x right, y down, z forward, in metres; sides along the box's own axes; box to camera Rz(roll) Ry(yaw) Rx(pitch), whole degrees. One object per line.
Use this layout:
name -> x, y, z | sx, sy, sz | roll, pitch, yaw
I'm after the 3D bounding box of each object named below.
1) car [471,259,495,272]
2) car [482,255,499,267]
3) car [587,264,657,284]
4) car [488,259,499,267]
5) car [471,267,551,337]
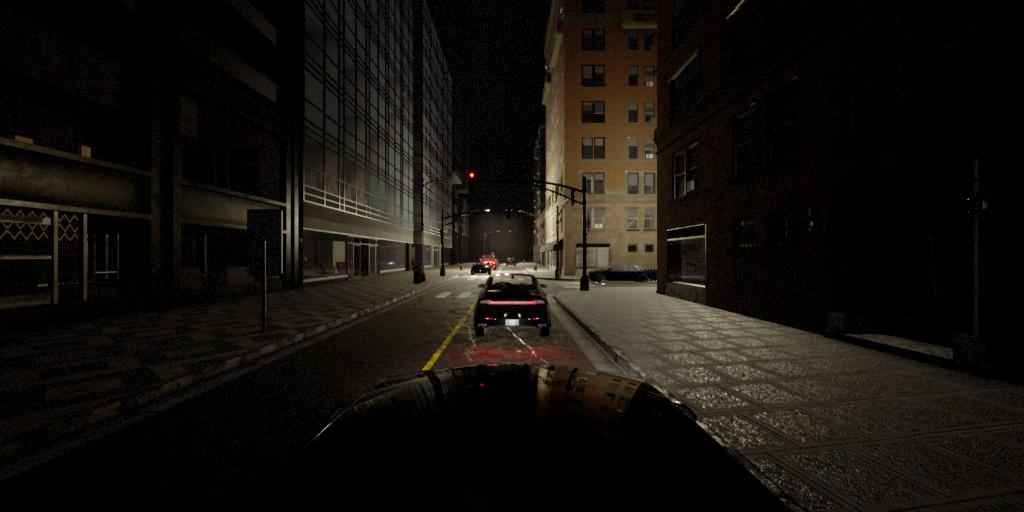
car -> -3.211, 1.290, 38.158 | 1.994, 1.385, 4.181 | 0, 0, 0
car -> -3.234, 0.937, 49.376 | 2.150, 2.045, 5.566 | 0, 0, 0
car -> 8.002, 1.262, 26.292 | 5.357, 1.411, 2.033 | 0, 0, 4
car -> -3.255, 1.230, 64.195 | 1.812, 1.442, 4.674 | 0, 0, 1
car -> 0.016, 1.240, 10.286 | 2.128, 1.511, 4.902 | 0, 0, 0
